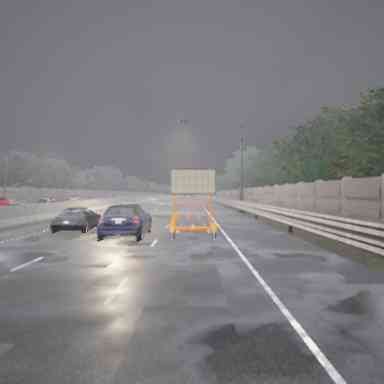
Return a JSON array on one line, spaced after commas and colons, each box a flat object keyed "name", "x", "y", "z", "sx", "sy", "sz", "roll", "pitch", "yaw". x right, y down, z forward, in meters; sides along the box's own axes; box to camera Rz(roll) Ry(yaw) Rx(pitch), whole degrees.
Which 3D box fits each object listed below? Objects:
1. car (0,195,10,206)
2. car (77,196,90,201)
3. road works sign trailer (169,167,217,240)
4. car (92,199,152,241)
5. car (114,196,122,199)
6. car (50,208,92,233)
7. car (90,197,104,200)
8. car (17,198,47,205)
[{"name": "car", "x": -20.984, "y": 1.345, "z": 34.117, "sx": 2.150, "sy": 2.045, "sz": 5.566, "roll": 0, "pitch": -1, "yaw": 0}, {"name": "car", "x": -24.250, "y": 1.680, "z": 74.954, "sx": 2.097, "sy": 1.767, "sz": 4.553, "roll": 0, "pitch": 0, "yaw": 0}, {"name": "road works sign trailer", "x": 0.056, "y": 0.521, "z": 17.202, "sx": 2.380, "sy": 3.560, "sz": 2.880, "roll": 0, "pitch": 0, "yaw": 0}, {"name": "car", "x": -3.344, "y": 1.408, "z": 17.274, "sx": 2.097, "sy": 1.767, "sz": 4.553, "roll": 0, "pitch": 0, "yaw": 0}, {"name": "car", "x": -17.242, "y": 1.770, "z": 77.526, "sx": 1.812, "sy": 1.442, "sz": 4.674, "roll": 0, "pitch": 0, "yaw": 0}, {"name": "car", "x": -6.835, "y": 1.629, "z": 20.065, "sx": 1.994, "sy": 1.385, "sz": 4.181, "roll": 0, "pitch": 0, "yaw": 0}, {"name": "car", "x": -20.750, "y": 1.850, "z": 74.911, "sx": 1.812, "sy": 1.442, "sz": 4.674, "roll": 0, "pitch": 0, "yaw": 0}, {"name": "car", "x": -17.474, "y": 1.484, "z": 36.493, "sx": 2.097, "sy": 1.767, "sz": 4.553, "roll": 0, "pitch": 0, "yaw": 0}]
